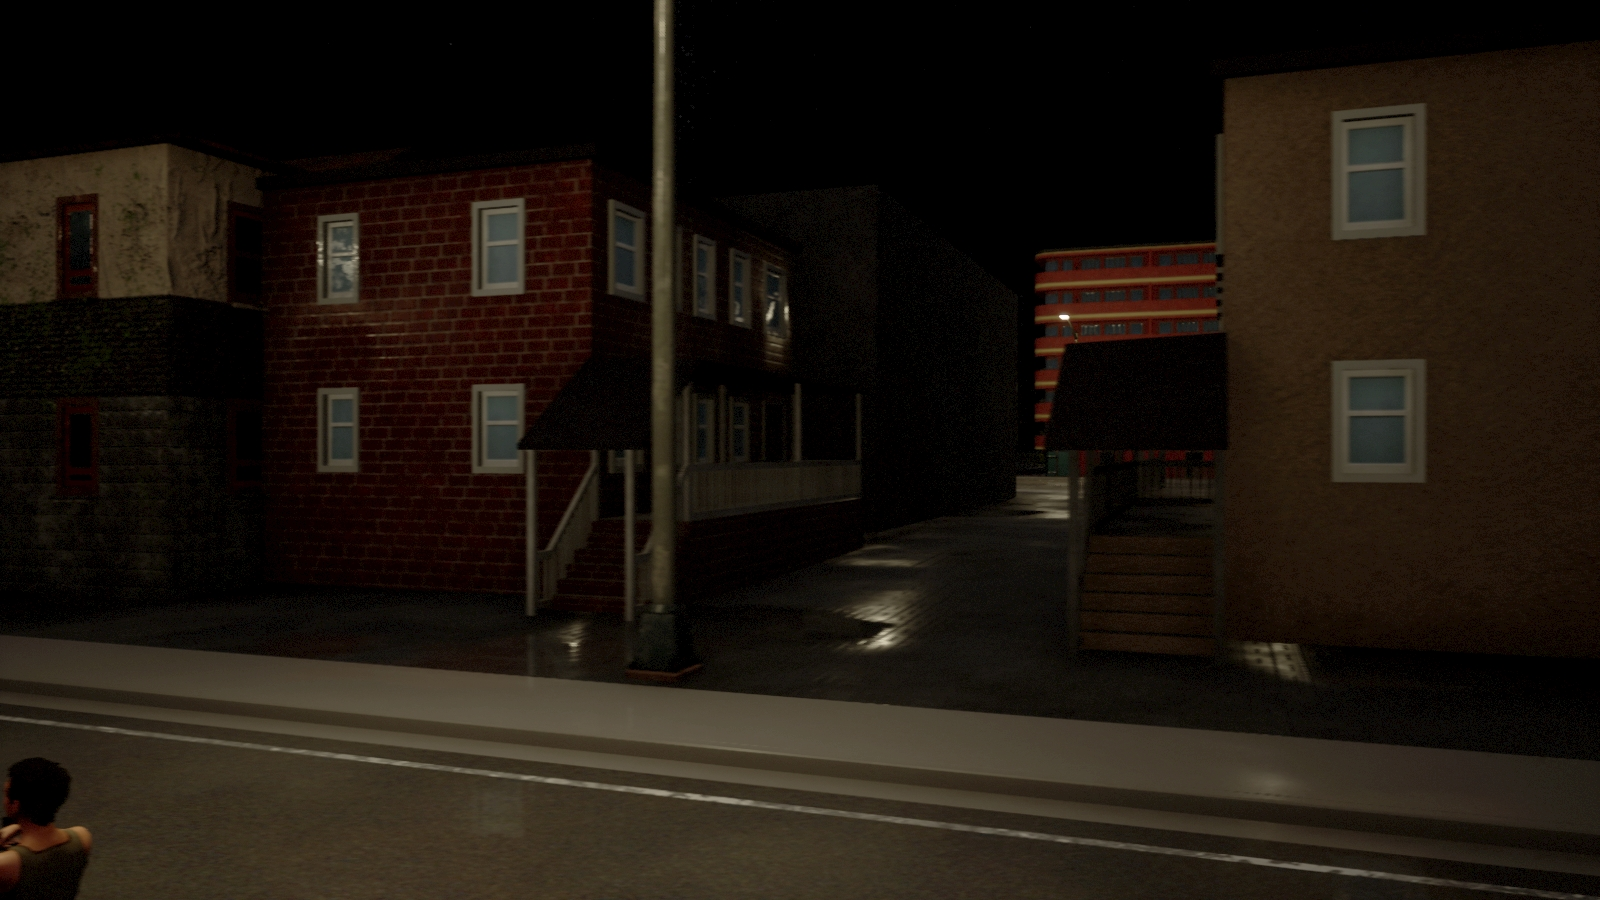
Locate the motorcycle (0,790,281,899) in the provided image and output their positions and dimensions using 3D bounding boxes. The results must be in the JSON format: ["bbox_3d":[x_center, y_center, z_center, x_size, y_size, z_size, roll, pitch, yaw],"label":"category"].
[{"bbox_3d":[-3.250,2.142,4.475,2.356,1.332,0.764,0,0,20],"label":"motorcycle"}]
